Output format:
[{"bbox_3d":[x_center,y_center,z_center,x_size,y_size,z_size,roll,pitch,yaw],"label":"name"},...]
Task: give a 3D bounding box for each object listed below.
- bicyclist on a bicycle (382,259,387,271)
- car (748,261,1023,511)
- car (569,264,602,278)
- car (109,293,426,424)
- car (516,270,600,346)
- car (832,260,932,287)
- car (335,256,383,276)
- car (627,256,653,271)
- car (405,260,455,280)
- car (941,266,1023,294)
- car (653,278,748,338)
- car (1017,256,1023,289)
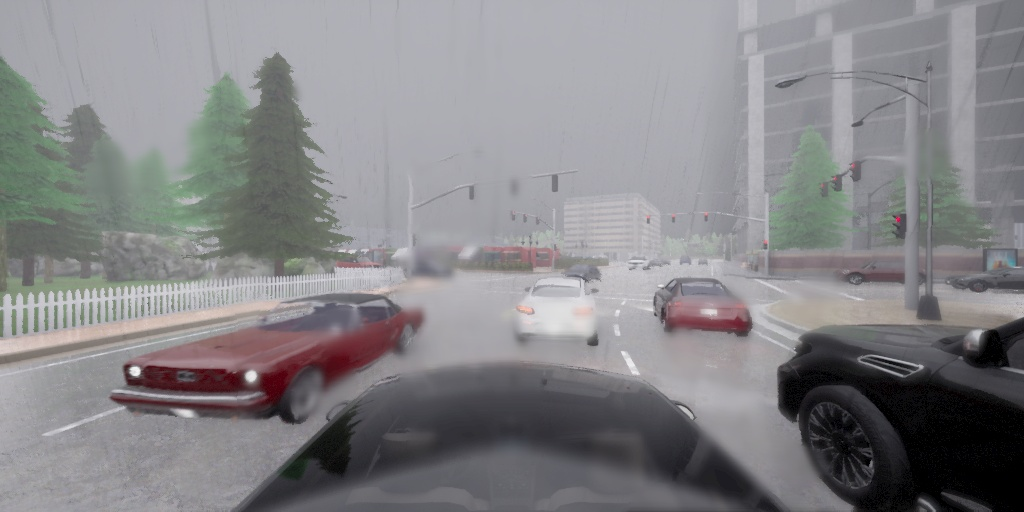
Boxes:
[{"bbox_3d":[-15.735,1.255,44.274,0.582,1.620,1.656,0,0,-23],"label":"bicyclist on a bicycle"},{"bbox_3d":[3.737,0.971,1.190,2.150,2.045,5.566,0,0,0],"label":"car"},{"bbox_3d":[5.611,1.338,28.182,2.033,1.411,5.357,0,0,29],"label":"car"},{"bbox_3d":[-3.148,1.350,5.968,1.895,1.301,4.718,0,0,8],"label":"car"},{"bbox_3d":[1.275,1.275,9.411,1.812,1.442,4.674,0,0,11],"label":"car"},{"bbox_3d":[25.914,1.155,25.388,4.553,1.767,2.097,0,0,30],"label":"car"},{"bbox_3d":[-15.663,1.024,36.674,5.566,2.045,2.150,0,0,30],"label":"car"},{"bbox_3d":[17.528,0.967,49.553,2.150,2.045,5.566,0,0,29],"label":"car"},{"bbox_3d":[-7.321,1.155,31.939,4.553,1.767,2.097,0,0,30],"label":"car"},{"bbox_3d":[28.002,1.329,20.154,4.674,1.442,1.812,0,0,29],"label":"car"},{"bbox_3d":[5.296,1.313,10.419,1.994,1.385,4.181,0,0,17],"label":"car"},{"bbox_3d":[34.251,1.025,20.657,5.566,2.045,2.150,0,0,30],"label":"car"}]
